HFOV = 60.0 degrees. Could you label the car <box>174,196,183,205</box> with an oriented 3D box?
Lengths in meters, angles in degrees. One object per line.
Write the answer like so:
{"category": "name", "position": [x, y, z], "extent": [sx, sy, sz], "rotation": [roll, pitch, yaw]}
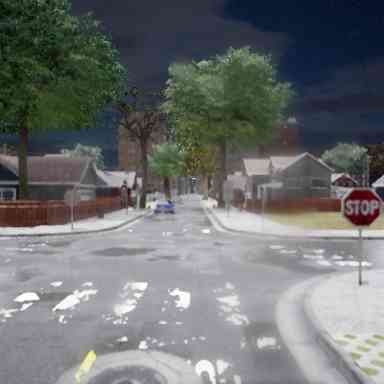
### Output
{"category": "car", "position": [-2.588, 1.399, 58.489], "extent": [2.033, 1.411, 5.357], "rotation": [0, 0, 0]}

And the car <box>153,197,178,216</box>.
{"category": "car", "position": [-2.657, 1.520, 33.109], "extent": [1.812, 1.442, 4.674], "rotation": [0, 0, 0]}
